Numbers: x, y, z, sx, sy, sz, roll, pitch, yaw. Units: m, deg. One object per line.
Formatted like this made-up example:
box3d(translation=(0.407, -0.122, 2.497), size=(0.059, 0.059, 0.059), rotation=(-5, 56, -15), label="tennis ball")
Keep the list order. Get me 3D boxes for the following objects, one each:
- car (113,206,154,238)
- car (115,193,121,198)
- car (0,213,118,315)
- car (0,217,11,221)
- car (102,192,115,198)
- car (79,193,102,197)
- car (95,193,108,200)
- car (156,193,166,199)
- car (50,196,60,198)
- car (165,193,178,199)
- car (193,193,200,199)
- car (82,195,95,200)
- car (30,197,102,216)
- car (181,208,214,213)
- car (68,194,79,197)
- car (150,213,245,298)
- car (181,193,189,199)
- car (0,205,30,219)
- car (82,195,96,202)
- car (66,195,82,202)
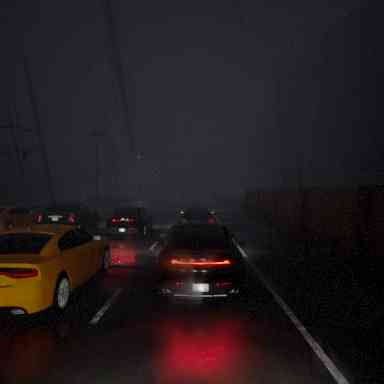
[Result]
box3d(translation=(-3.203, 1.505, 17.770), size=(1.837, 1.490, 4.892), rotation=(0, 0, 0), label="car")
box3d(translation=(-19.801, 1.172, 86.175), size=(2.097, 1.767, 4.553), rotation=(0, 1, 1), label="car")
box3d(translation=(-3.324, 1.478, 7.691), size=(1.882, 1.535, 5.008), rotation=(0, 0, 1), label="car")
box3d(translation=(-6.812, 1.564, 8.442), size=(1.994, 1.385, 4.181), rotation=(0, 0, 0), label="car")
box3d(translation=(-20.005, 1.141, 75.983), size=(2.150, 2.045, 5.566), rotation=(0, 0, 1), label="car")
box3d(translation=(-20.200, 1.311, 66.102), size=(2.097, 1.767, 4.553), rotation=(0, 0, 1), label="car")
box3d(translation=(-23.303, 1.174, 86.083), size=(2.097, 1.767, 4.553), rotation=(0, 1, 1), label="car")
box3d(translation=(-9.125, 1.170, 94.839), size=(1.882, 1.535, 5.008), rotation=(0, 1, 1), label="car")
box3d(translation=(-27.199, 1.528, 66.193), size=(1.994, 1.385, 4.181), rotation=(0, 0, 1), label="car")
box3d(translation=(-5.625, 1.217, 94.765), size=(2.128, 1.511, 4.902), rotation=(0, 1, 1), label="car")
box3d(translation=(1.382, 1.242, 95.041), size=(1.994, 1.385, 4.181), rotation=(0, 1, 1), label="car")
box3d(translation=(-26.799, 1.411, 86.344), size=(1.895, 1.301, 4.718), rotation=(0, 1, 1), label="car")
box3d(translation=(-6.698, 1.352, 18.462), size=(2.097, 1.767, 4.553), rotation=(0, 0, 1), label="car")
box3d(translation=(0.305, 1.564, 18.632), size=(1.994, 1.385, 4.181), rotation=(0, 0, 1), label="car")
box3d(translation=(-23.699, 1.330, 66.162), size=(2.097, 1.767, 4.553), rotation=(0, 0, 1), label="car")
box3d(translation=(0.186, 1.505, 8.515), size=(1.837, 1.490, 4.892), rotation=(0, 0, 1), label="car")
box3d(translation=(-2.118, 1.046, 95.079), size=(2.097, 1.767, 4.553), rotation=(0, 1, 1), label="car")
box3d(translation=(-10.199, 1.478, 18.474), size=(1.882, 1.535, 5.008), rotation=(0, 0, 1), label="car")
box3d(translation=(-23.505, 1.469, 76.020), size=(1.994, 1.385, 4.181), rotation=(0, 0, 1), label="car")
box3d(translation=(-27.001, 1.467, 76.255), size=(1.994, 1.385, 4.181), rotation=(0, 0, 1), label="car")
